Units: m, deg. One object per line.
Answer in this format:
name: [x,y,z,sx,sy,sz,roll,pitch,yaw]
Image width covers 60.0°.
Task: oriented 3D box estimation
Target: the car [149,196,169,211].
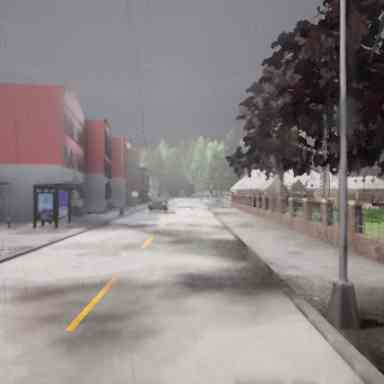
car: [-3.993,1.363,40.424,2.097,1.767,4.553,0,0,1]
